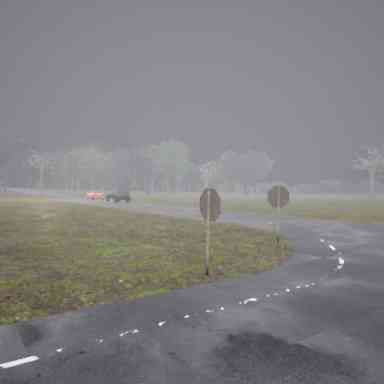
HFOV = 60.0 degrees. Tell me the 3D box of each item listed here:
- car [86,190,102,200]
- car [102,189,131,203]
[{"bbox_3d":[-17.382,0.499,59.552,2.097,1.767,4.553,2,0,-35],"label":"car"},{"bbox_3d":[-11.394,0.568,51.100,2.150,2.045,5.566,2,0,-35],"label":"car"}]
